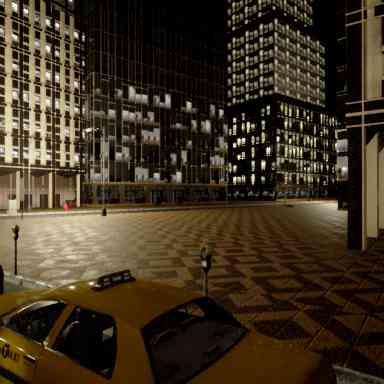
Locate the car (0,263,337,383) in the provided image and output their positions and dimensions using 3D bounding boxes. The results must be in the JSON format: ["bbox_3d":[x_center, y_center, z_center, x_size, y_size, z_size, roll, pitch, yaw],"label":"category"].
[{"bbox_3d":[-1.017,1.525,3.599,4.829,1.417,1.752,0,0,35],"label":"car"}]
